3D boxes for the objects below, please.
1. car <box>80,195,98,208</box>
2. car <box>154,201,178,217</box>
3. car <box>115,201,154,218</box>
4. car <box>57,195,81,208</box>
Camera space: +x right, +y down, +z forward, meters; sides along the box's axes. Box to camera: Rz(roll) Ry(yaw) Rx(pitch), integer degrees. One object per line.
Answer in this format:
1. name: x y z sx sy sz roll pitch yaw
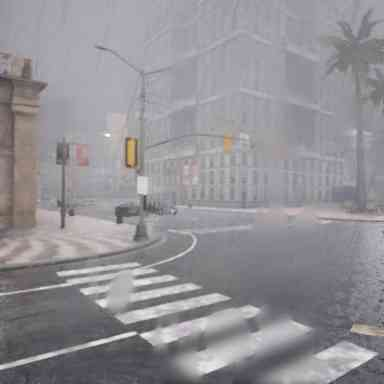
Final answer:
1. car: -17.101 1.441 53.626 2.150 2.045 5.566 1 -1 -36
2. car: -3.311 1.710 34.453 2.128 1.511 4.902 1 -1 -36
3. car: -5.835 1.738 31.968 1.994 1.385 4.181 1 -1 -36
4. car: -18.947 1.665 50.196 2.128 1.511 4.902 1 -1 -36
